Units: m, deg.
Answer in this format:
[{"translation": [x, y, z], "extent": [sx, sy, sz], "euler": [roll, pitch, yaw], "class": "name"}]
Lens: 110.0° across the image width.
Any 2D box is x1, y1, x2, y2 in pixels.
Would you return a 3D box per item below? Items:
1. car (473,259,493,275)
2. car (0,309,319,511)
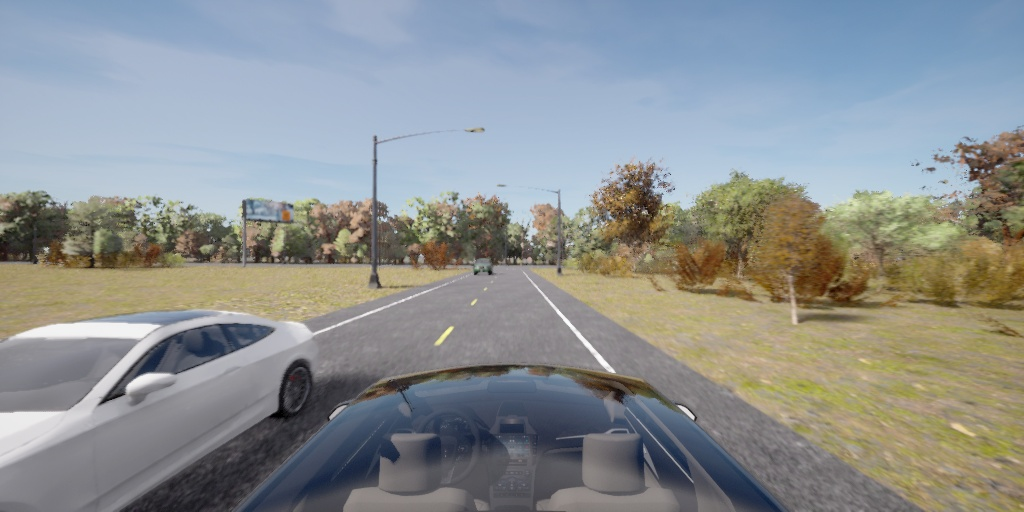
[{"translation": [-3.585, 1.342, 45.175], "extent": [2.150, 2.045, 5.566], "euler": [0, 0, 0], "class": "car"}, {"translation": [-3.599, 1.290, 3.236], "extent": [1.812, 1.442, 4.674], "euler": [0, -1, 0], "class": "car"}]
